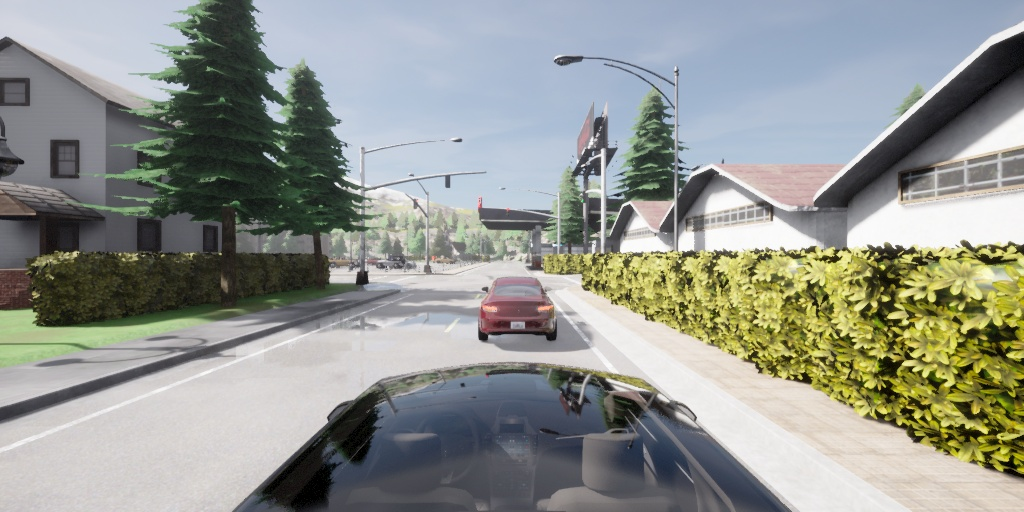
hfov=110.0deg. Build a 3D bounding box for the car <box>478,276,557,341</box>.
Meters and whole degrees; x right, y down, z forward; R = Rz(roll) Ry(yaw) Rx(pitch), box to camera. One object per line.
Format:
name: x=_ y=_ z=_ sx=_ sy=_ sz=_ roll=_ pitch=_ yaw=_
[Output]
car: x=0.129 y=1.276 z=9.766 sx=1.812 sy=1.442 sz=4.674 roll=0 pitch=0 yaw=0
